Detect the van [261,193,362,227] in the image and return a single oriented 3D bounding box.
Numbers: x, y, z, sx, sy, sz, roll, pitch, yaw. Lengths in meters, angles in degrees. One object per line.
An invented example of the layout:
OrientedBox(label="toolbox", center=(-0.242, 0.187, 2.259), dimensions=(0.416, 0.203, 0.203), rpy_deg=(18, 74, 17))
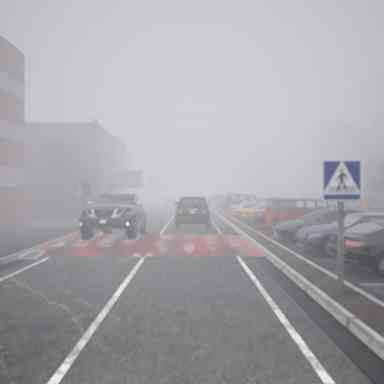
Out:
OrientedBox(label="van", center=(6.228, 1.216, 17.714), dimensions=(4.442, 1.987, 1.878), rpy_deg=(0, 0, -1))

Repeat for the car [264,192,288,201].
OrientedBox(label="car", center=(18.051, 1.010, 71.591), dimensions=(4.553, 1.767, 2.185), rpy_deg=(0, 1, -1))

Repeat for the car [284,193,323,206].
OrientedBox(label="car", center=(18.241, 1.158, 54.775), dimensions=(5.566, 2.045, 2.435), rpy_deg=(0, 1, -1))

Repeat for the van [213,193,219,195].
OrientedBox(label="van", center=(5.843, 1.229, 51.758), dimensions=(4.442, 1.987, 1.878), rpy_deg=(0, 1, -1))

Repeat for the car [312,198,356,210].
OrientedBox(label="car", center=(18.426, 1.503, 43.338), dimensions=(4.792, 1.488, 2.163), rpy_deg=(0, 0, -1))

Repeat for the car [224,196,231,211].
OrientedBox(label="car", center=(6.137, 1.458, 31.842), dimensions=(5.366, 1.575, 1.946), rpy_deg=(0, 0, -1))

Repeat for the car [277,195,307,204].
OrientedBox(label="car", center=(18.177, 1.347, 60.426), dimensions=(4.792, 1.488, 2.163), rpy_deg=(0, 1, -1))

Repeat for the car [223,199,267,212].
OrientedBox(label="car", center=(5.890, 1.508, 37.491), dimensions=(4.674, 1.452, 2.002), rpy_deg=(0, 0, -1))

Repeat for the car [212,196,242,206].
OrientedBox(label="car", center=(5.698, 1.454, 54.466), dimensions=(4.674, 1.452, 2.002), rpy_deg=(0, 1, -1))

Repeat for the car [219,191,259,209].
OrientedBox(label="car", center=(5.948, 1.213, 34.666), dimensions=(5.566, 2.045, 2.435), rpy_deg=(0, 0, -1))

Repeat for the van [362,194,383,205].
OrientedBox(label="van", center=(18.634, 1.233, 32.045), dimensions=(4.442, 1.987, 1.878), rpy_deg=(0, 0, -1))

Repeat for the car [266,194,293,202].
OrientedBox(label="car", center=(18.107, 1.179, 68.895), dimensions=(5.008, 1.535, 2.097), rpy_deg=(0, 1, -1))

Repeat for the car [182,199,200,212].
OrientedBox(label="car", center=(-0.115, 1.559, 39.673), dimensions=(1.994, 1.385, 4.181), rpy_deg=(0, 0, -1))

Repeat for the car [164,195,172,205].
OrientedBox(label="car", center=(-3.729, 1.383, 58.466), dimensions=(1.837, 1.490, 4.892), rpy_deg=(0, 1, 0))

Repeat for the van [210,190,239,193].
OrientedBox(label="van", center=(5.781, 1.142, 57.288), dimensions=(4.442, 1.987, 1.878), rpy_deg=(0, 1, -1))

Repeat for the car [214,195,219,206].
OrientedBox(label="car", center=(5.818, 1.475, 43.142), dimensions=(5.008, 1.535, 2.097), rpy_deg=(0, 0, -1))

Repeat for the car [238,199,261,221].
OrientedBox(label="car", center=(6.233, 1.446, 23.365), dimensions=(5.366, 1.575, 1.946), rpy_deg=(0, 0, -1))

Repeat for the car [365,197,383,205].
OrientedBox(label="car", center=(18.554, 1.455, 29.347), dimensions=(5.008, 1.535, 2.097), rpy_deg=(0, 0, -1))

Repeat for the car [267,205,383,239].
OrientedBox(label="car", center=(6.114, 1.468, 14.887), dimensions=(4.792, 1.488, 2.163), rpy_deg=(0, 0, -1))

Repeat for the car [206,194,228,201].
OrientedBox(label="car", center=(5.475, 1.132, 74.242), dimensions=(4.674, 1.452, 2.002), rpy_deg=(0, 1, -1))

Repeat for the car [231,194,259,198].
OrientedBox(label="car", center=(6.015, 1.331, 29.015), dimensions=(4.553, 1.767, 2.185), rpy_deg=(0, 0, -1))

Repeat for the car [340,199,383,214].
OrientedBox(label="car", center=(18.494, 1.464, 34.869), dimensions=(4.892, 1.521, 2.231), rpy_deg=(0, 0, -1))

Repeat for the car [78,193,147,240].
OrientedBox(label="car", center=(-3.400, 1.061, 15.432), dimensions=(2.150, 2.045, 5.566), rpy_deg=(0, -6, 0))

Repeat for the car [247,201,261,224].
OrientedBox(label="car", center=(6.077, 1.486, 20.538), dimensions=(4.674, 1.452, 2.002), rpy_deg=(0, 0, -1))

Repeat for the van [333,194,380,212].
OrientedBox(label="van", center=(18.574, 1.241, 37.695), dimensions=(4.442, 1.987, 1.878), rpy_deg=(0, 0, -1))

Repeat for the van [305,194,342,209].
OrientedBox(label="van", center=(18.244, 1.252, 46.163), dimensions=(4.442, 1.987, 1.878), rpy_deg=(0, 0, -1))

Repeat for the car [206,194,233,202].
OrientedBox(label="car", center=(5.722, 1.181, 68.593), dimensions=(5.366, 1.575, 1.946), rpy_deg=(0, 1, -1))

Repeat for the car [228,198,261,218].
OrientedBox(label="car", center=(5.830, 1.450, 26.187), dimensions=(5.366, 1.575, 1.946), rpy_deg=(0, 0, -1))

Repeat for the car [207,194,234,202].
OrientedBox(label="car", center=(5.563, 1.230, 65.765), dimensions=(5.008, 1.535, 2.097), rpy_deg=(0, 1, -1))

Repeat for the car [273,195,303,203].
OrientedBox(label="car", center=(18.183, 1.274, 63.124), dimensions=(4.892, 1.521, 2.231), rpy_deg=(0, 1, -1))

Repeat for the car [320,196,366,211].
OrientedBox(label="car", center=(18.392, 1.345, 40.640), dimensions=(4.553, 1.767, 2.185), rpy_deg=(0, 0, -1))

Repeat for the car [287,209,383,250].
OrientedBox(label="car", center=(6.178, 1.475, 12.061), dimensions=(4.674, 1.452, 2.002), rpy_deg=(0, 0, -1))

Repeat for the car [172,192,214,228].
OrientedBox(label="car", center=(0.020, 1.243, 21.919), dimensions=(2.150, 2.045, 5.566), rpy_deg=(0, 1, 0))

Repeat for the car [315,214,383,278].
OrientedBox(label="car", center=(6.205, 1.471, 9.235), dimensions=(4.674, 1.452, 2.002), rpy_deg=(0, 0, -1))

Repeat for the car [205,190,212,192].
OrientedBox(label="car", center=(5.604, 1.071, 60.111), dimensions=(5.566, 2.045, 2.435), rpy_deg=(0, 1, -1))
